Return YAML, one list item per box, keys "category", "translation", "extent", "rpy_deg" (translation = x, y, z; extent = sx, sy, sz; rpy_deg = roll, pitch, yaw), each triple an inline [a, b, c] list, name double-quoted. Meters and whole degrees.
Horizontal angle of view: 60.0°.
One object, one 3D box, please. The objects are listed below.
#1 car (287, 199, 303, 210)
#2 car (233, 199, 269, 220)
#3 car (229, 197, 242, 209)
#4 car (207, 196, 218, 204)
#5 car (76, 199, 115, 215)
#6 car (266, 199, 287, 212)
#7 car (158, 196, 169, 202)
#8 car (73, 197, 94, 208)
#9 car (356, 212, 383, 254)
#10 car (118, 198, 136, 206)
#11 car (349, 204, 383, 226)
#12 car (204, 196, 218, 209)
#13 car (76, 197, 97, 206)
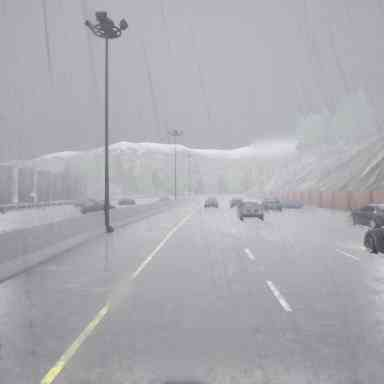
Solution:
- category: "car"
  translation: [13.021, 1.562, 43.089]
  extent: [1.994, 1.385, 4.181]
  rpy_deg: [0, 0, 4]
- category: "car"
  translation: [4.815, 1.547, 27.852]
  extent: [2.033, 1.411, 5.357]
  rpy_deg: [0, 0, 4]
- category: "car"
  translation: [6.213, 1.503, 45.847]
  extent: [1.837, 1.490, 4.892]
  rpy_deg: [0, -1, 4]
- category: "car"
  translation: [3.947, 1.547, 64.207]
  extent: [2.033, 1.411, 5.357]
  rpy_deg: [0, 0, 4]
- category: "car"
  translation: [-9.089, 1.601, 32.252]
  extent: [1.895, 1.301, 4.718]
  rpy_deg: [0, 0, 4]
- category: "car"
  translation: [9.144, 1.492, 38.415]
  extent: [2.128, 1.511, 4.902]
  rpy_deg: [0, 0, 4]
- category: "car"
  translation: [-6.175, 1.549, 73.284]
  extent: [1.994, 1.385, 4.181]
  rpy_deg: [0, 0, 3]
- category: "car"
  translation: [-14.935, 1.547, 47.372]
  extent: [2.033, 1.411, 5.357]
  rpy_deg: [0, 0, 4]
- category: "car"
  translation: [7.415, 1.564, 10.852]
  extent: [1.994, 1.385, 4.181]
  rpy_deg: [0, 0, 2]
- category: "car"
  translation: [-10.827, 1.601, 55.334]
  extent: [1.895, 1.301, 4.718]
  rpy_deg: [0, 0, 4]
- category: "car"
  translation: [11.385, 1.506, 20.459]
  extent: [1.837, 1.490, 4.892]
  rpy_deg: [0, 0, 3]
- category: "car"
  translation: [2.738, 1.601, 46.315]
  extent: [1.895, 1.301, 4.718]
  rpy_deg: [0, 0, 4]
- category: "car"
  translation: [-17.789, 1.565, 56.097]
  extent: [1.994, 1.385, 4.181]
  rpy_deg: [0, 0, 4]
